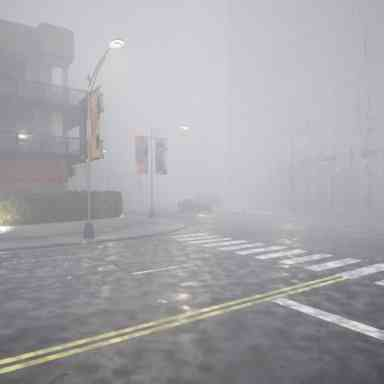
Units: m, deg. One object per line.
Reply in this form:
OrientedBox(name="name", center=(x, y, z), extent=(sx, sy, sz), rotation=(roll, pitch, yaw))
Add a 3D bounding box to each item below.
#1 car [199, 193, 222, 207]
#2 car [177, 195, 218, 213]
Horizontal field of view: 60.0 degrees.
OrientedBox(name="car", center=(2.035, 1.220, 48.838), extent=(2.150, 2.045, 5.566), rotation=(0, 0, -33))
OrientedBox(name="car", center=(0.267, 1.477, 37.130), extent=(1.882, 1.535, 5.008), rotation=(0, 0, -35))
